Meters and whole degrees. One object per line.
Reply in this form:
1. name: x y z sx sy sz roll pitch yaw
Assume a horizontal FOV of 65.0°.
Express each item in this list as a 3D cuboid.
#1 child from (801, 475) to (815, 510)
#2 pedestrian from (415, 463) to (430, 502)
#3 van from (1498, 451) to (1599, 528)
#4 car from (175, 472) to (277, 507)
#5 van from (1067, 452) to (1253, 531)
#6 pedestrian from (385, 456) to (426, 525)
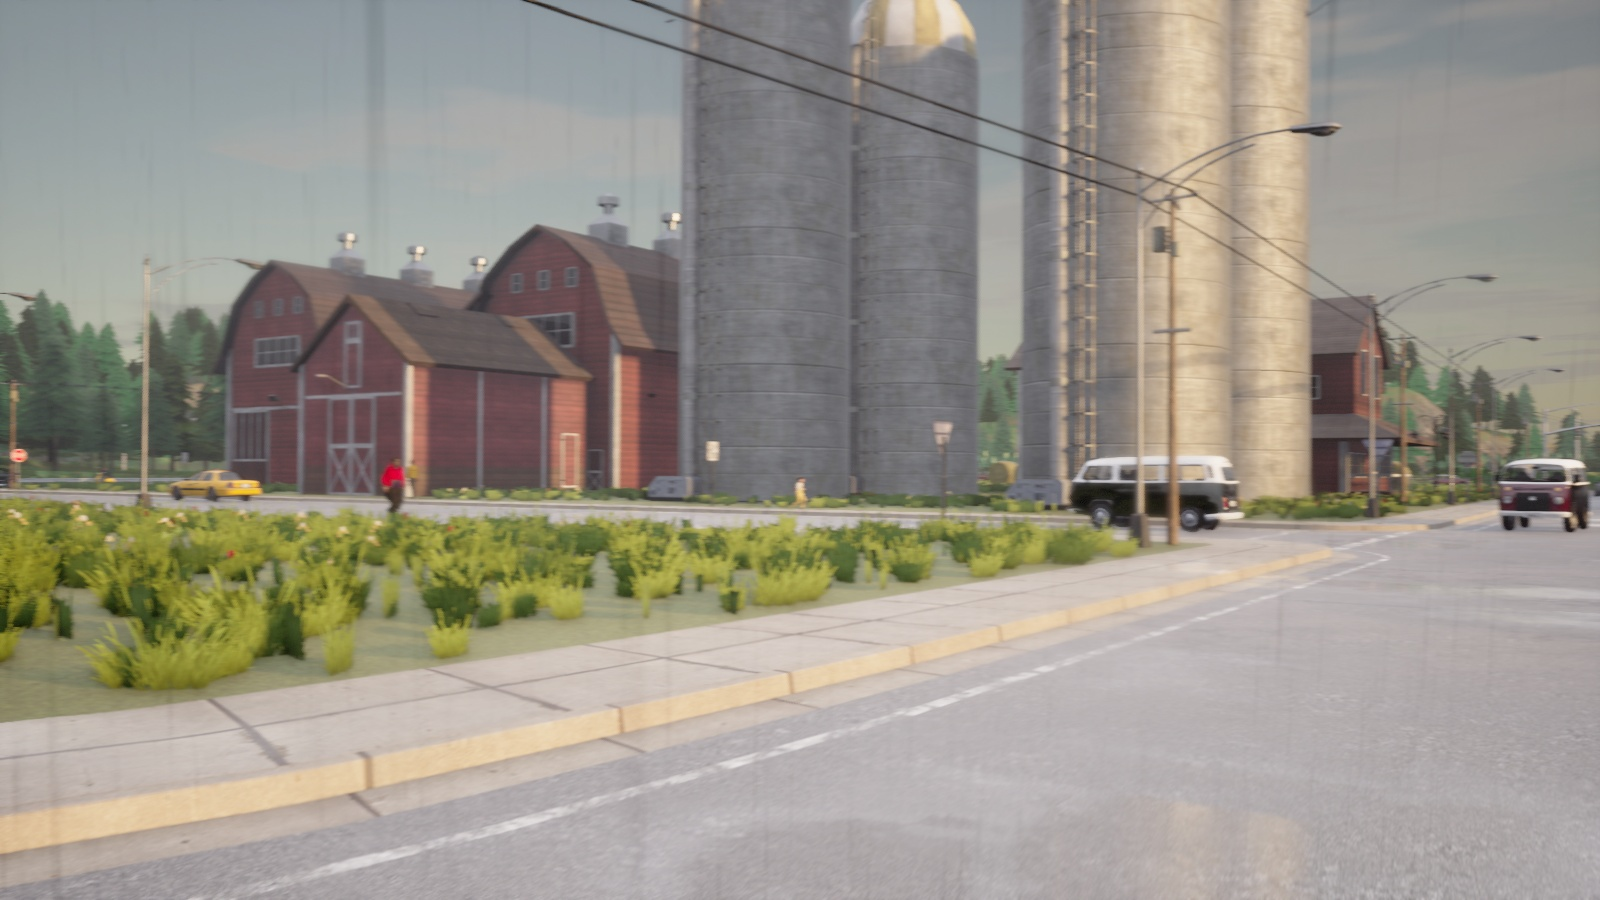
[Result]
1. child: 0.302 1.528 45.732 0.437 1.263 0.270 -1 -1 37
2. pedestrian: -17.699 1.520 58.870 0.431 1.840 0.709 1 -1 -43
3. van: 21.471 1.089 35.692 2.069 2.038 4.480 -1 -1 39
4. car: -27.066 1.836 59.163 5.366 1.575 1.801 -1 -1 34
5. van: 9.878 1.102 34.587 4.480 2.038 2.069 -1 -1 35
6. pedestrian: -10.743 1.086 34.162 0.899 1.844 0.634 -1 -1 33
